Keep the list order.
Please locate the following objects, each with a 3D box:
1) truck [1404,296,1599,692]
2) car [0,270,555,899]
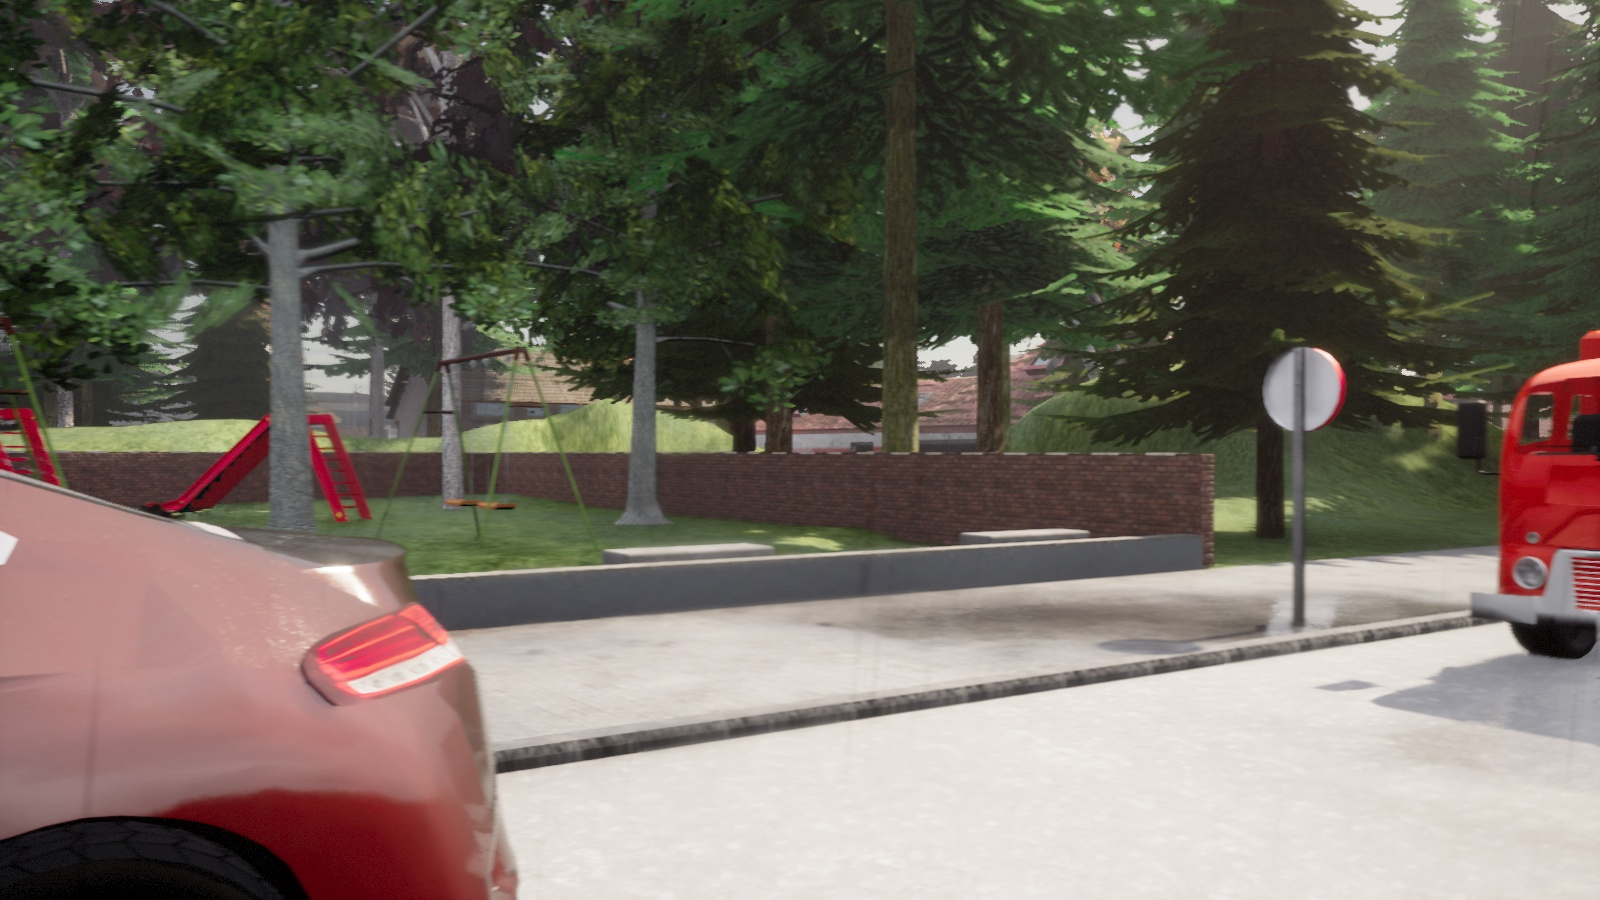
[{"bbox_3d":[7.146,0.262,9.245,5.204,2.467,2.627,0,0,-35],"label":"truck"},{"bbox_3d":[-3.187,0.535,2.051,5.027,1.651,2.152,0,0,-35],"label":"car"}]
